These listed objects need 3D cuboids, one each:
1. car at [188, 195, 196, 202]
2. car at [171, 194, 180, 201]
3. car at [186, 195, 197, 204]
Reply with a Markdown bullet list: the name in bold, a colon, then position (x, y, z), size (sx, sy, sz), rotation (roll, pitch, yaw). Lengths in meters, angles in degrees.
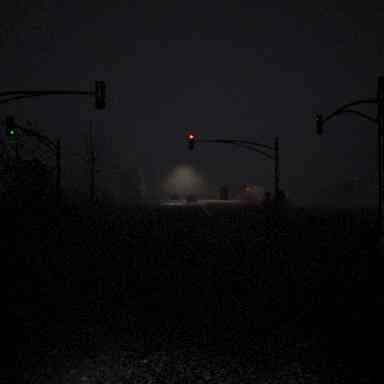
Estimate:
- **car**: position (-0.069, 1.425, 78.085), size (1.837, 1.490, 4.892), rotation (0, 0, 0)
- **car**: position (-3.564, 1.195, 72.251), size (1.837, 1.490, 4.892), rotation (0, 0, 0)
- **car**: position (-0.060, 1.424, 68.049), size (2.097, 1.767, 4.553), rotation (0, 0, 0)
